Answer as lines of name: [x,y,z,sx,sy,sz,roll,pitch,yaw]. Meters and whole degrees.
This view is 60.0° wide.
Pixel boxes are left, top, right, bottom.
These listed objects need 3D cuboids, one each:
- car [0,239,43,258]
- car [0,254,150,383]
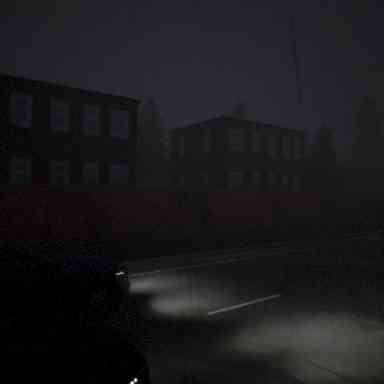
car: [-3.365,1.537,5.660,4.674,1.442,1.812,1,0,-36]
car: [-2.564,1.485,1.931,4.902,1.511,2.128,1,0,-36]
